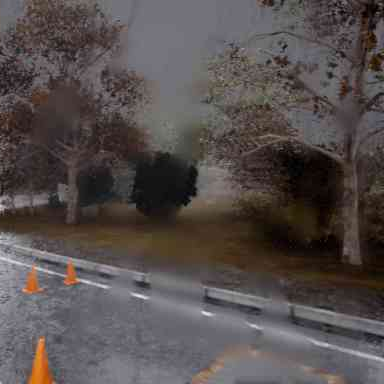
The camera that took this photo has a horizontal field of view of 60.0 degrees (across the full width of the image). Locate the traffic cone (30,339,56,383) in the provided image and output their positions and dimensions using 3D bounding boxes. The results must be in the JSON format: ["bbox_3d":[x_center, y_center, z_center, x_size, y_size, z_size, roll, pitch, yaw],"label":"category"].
[{"bbox_3d":[-1.742,1.993,3.835,0.340,0.580,0.340,0,-1,37],"label":"traffic cone"}]

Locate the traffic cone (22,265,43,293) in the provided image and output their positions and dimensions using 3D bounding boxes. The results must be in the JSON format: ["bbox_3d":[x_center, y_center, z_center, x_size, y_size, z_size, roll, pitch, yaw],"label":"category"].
[{"bbox_3d":[-3.749,2.026,7.831,0.340,0.580,0.340,0,-1,37],"label":"traffic cone"}]

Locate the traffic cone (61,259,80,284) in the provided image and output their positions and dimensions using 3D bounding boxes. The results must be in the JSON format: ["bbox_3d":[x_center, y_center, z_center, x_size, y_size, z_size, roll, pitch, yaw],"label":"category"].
[{"bbox_3d":[-3.150,2.040,8.632,0.340,0.580,0.340,0,-1,37],"label":"traffic cone"}]
